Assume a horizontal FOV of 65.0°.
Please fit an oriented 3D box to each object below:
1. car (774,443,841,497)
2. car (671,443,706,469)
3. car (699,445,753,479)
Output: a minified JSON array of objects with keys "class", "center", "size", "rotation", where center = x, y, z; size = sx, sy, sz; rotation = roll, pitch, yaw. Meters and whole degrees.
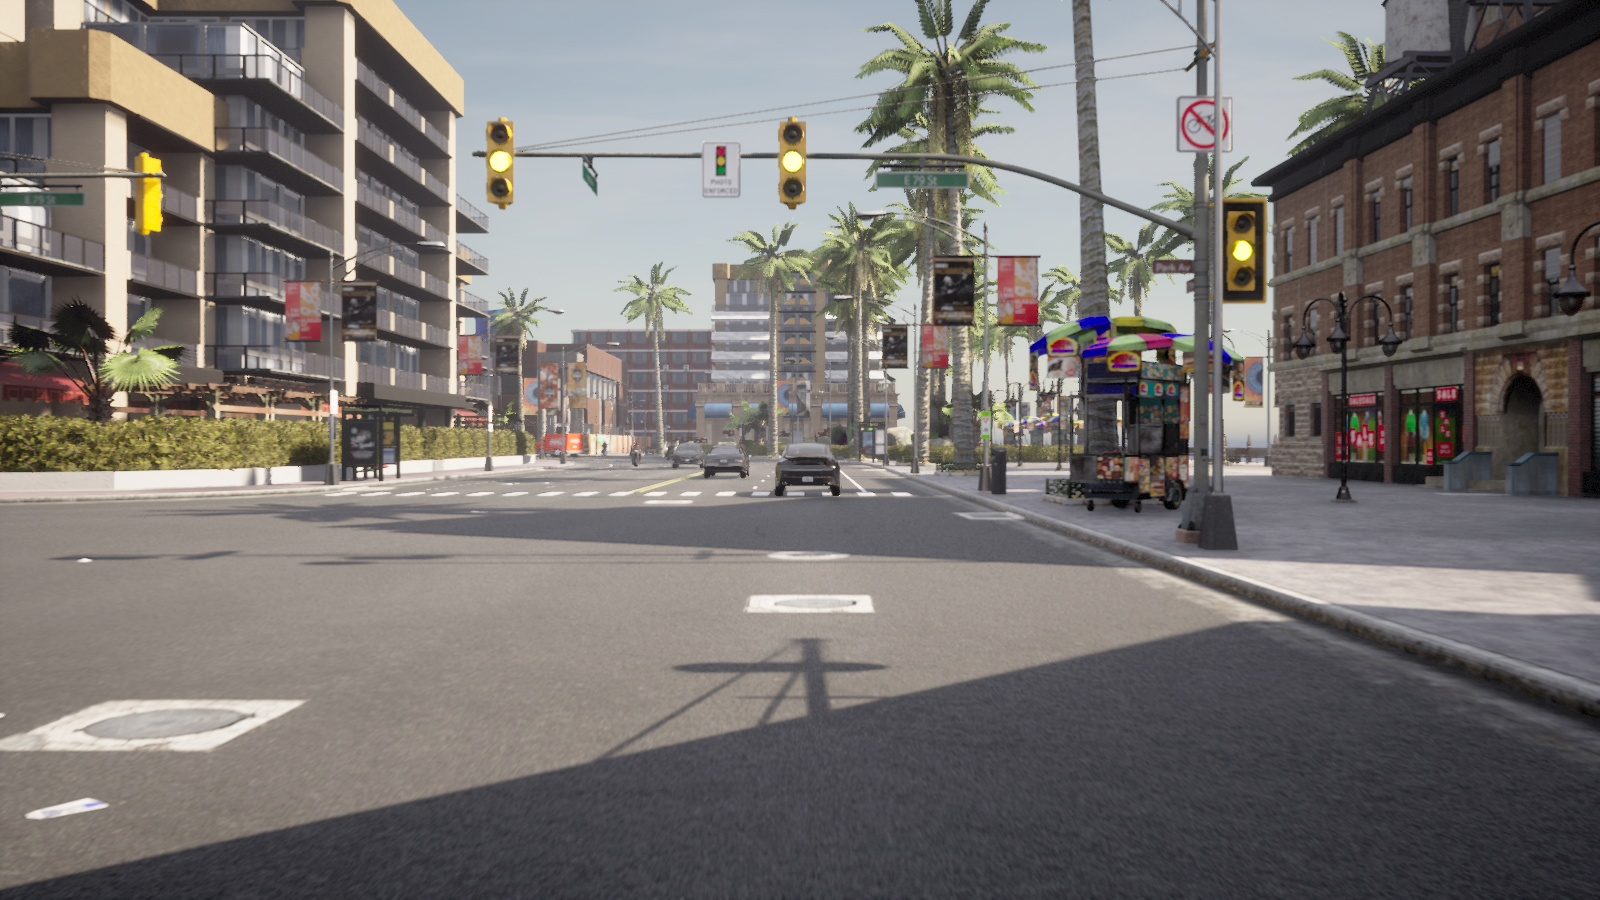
[{"class":"car","center":[0.225,0.543,37.056],"size":[1.837,1.490,4.892],"rotation":[0,0,0]},{"class":"car","center":[-6.628,0.324,74.923],"size":[1.837,1.490,4.892],"rotation":[0,0,-2]},{"class":"car","center":[-3.174,0.482,54.939],"size":[2.033,1.411,5.357],"rotation":[0,0,0]}]
